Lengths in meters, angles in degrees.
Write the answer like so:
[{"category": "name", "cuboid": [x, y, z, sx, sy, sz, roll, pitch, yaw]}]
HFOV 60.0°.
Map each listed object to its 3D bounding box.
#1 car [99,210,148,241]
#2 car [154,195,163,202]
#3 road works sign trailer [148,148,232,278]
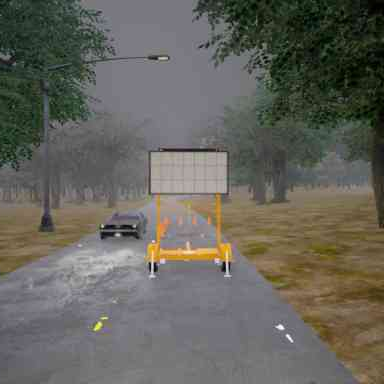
[{"category": "car", "cuboid": [-3.374, 1.620, 17.064, 1.895, 1.301, 4.718, 0, 0, -2]}, {"category": "car", "cuboid": [-8.965, 1.559, 89.722, 2.150, 2.045, 5.566, 0, 0, -5]}, {"category": "road works sign trailer", "cuboid": [-0.097, 0.475, 10.220, 2.380, 3.560, 2.880, 0, 0, -2]}]
